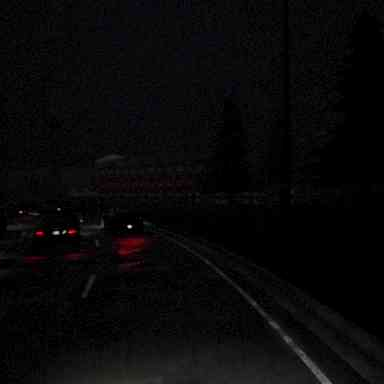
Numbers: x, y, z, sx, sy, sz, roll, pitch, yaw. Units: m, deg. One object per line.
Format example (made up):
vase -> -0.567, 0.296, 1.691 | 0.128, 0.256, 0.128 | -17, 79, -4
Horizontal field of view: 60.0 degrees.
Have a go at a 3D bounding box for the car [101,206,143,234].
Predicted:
car -> -4.263, 1.614, 20.041 | 1.837, 1.490, 4.892 | 0, 0, -22

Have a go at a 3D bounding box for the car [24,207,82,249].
car -> -6.088, 1.649, 15.248 | 2.033, 1.411, 5.357 | 0, 0, -19

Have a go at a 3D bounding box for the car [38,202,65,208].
car -> -15.372, 1.811, 36.404 | 1.994, 1.385, 4.181 | 0, 0, -44

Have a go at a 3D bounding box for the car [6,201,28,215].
car -> -18.848, 1.769, 34.942 | 4.892, 1.490, 1.837 | -1, -1, 44

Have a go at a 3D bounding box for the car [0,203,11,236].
car -> -11.659, 1.630, 18.824 | 1.882, 1.535, 5.008 | 0, -1, -25
